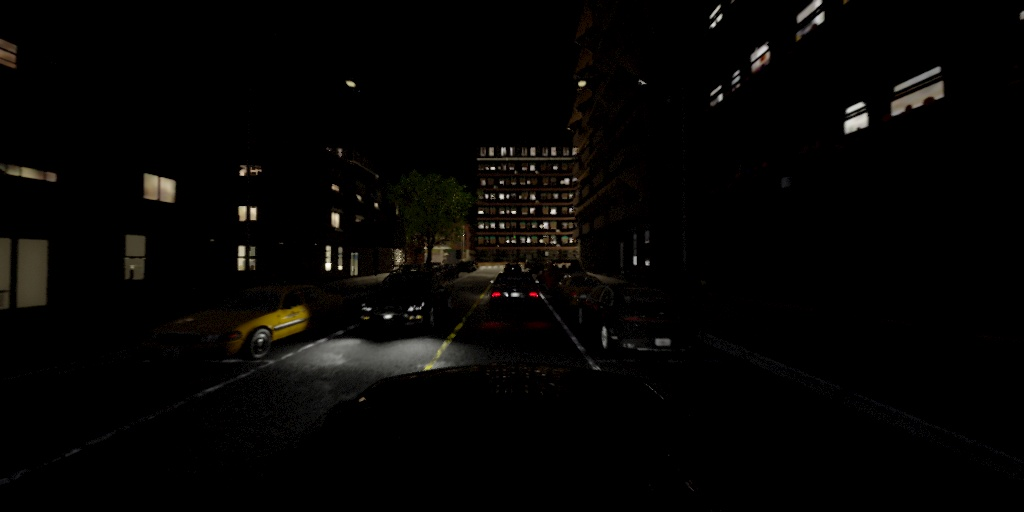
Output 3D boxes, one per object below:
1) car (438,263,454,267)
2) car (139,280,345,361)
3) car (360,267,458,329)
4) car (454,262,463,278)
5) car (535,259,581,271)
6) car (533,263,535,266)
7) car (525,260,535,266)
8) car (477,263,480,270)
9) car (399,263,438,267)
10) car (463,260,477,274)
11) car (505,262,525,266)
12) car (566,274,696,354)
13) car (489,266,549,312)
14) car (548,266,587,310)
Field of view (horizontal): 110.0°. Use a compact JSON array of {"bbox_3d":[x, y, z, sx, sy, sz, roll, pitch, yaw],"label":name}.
[{"bbox_3d":[-5.656,1.209,25.589,1.967,1.591,4.097,0,0,0],"label":"car"},{"bbox_3d":[-5.657,1.280,8.359,1.751,1.417,4.829,0,0,0],"label":"car"},{"bbox_3d":[-3.100,1.262,11.390,1.837,1.490,4.892,0,0,0],"label":"car"},{"bbox_3d":[-5.656,1.356,31.275,1.802,1.307,4.207,0,0,0],"label":"car"},{"bbox_3d":[2.691,1.079,19.960,2.192,1.841,5.009,0,0,0],"label":"car"},{"bbox_3d":[2.692,1.351,25.647,1.802,1.307,4.207,0,0,0],"label":"car"},{"bbox_3d":[2.692,1.346,37.020,1.948,1.339,4.313,0,0,0],"label":"car"},{"bbox_3d":[-5.655,1.343,48.336,2.007,1.370,4.403,0,0,0],"label":"car"},{"bbox_3d":[-5.656,1.204,19.901,1.967,1.591,4.097,0,0,0],"label":"car"},{"bbox_3d":[-5.655,1.352,42.648,1.948,1.339,4.313,0,0,0],"label":"car"},{"bbox_3d":[0.102,1.349,41.098,1.994,1.385,4.181,0,0,0],"label":"car"},{"bbox_3d":[2.691,1.305,8.586,2.007,1.370,4.403,0,0,0],"label":"car"},{"bbox_3d":[0.099,1.307,14.134,2.033,1.411,5.357,0,0,0],"label":"car"},{"bbox_3d":[2.691,1.285,14.443,1.751,1.417,4.829,0,0,0],"label":"car"}]
